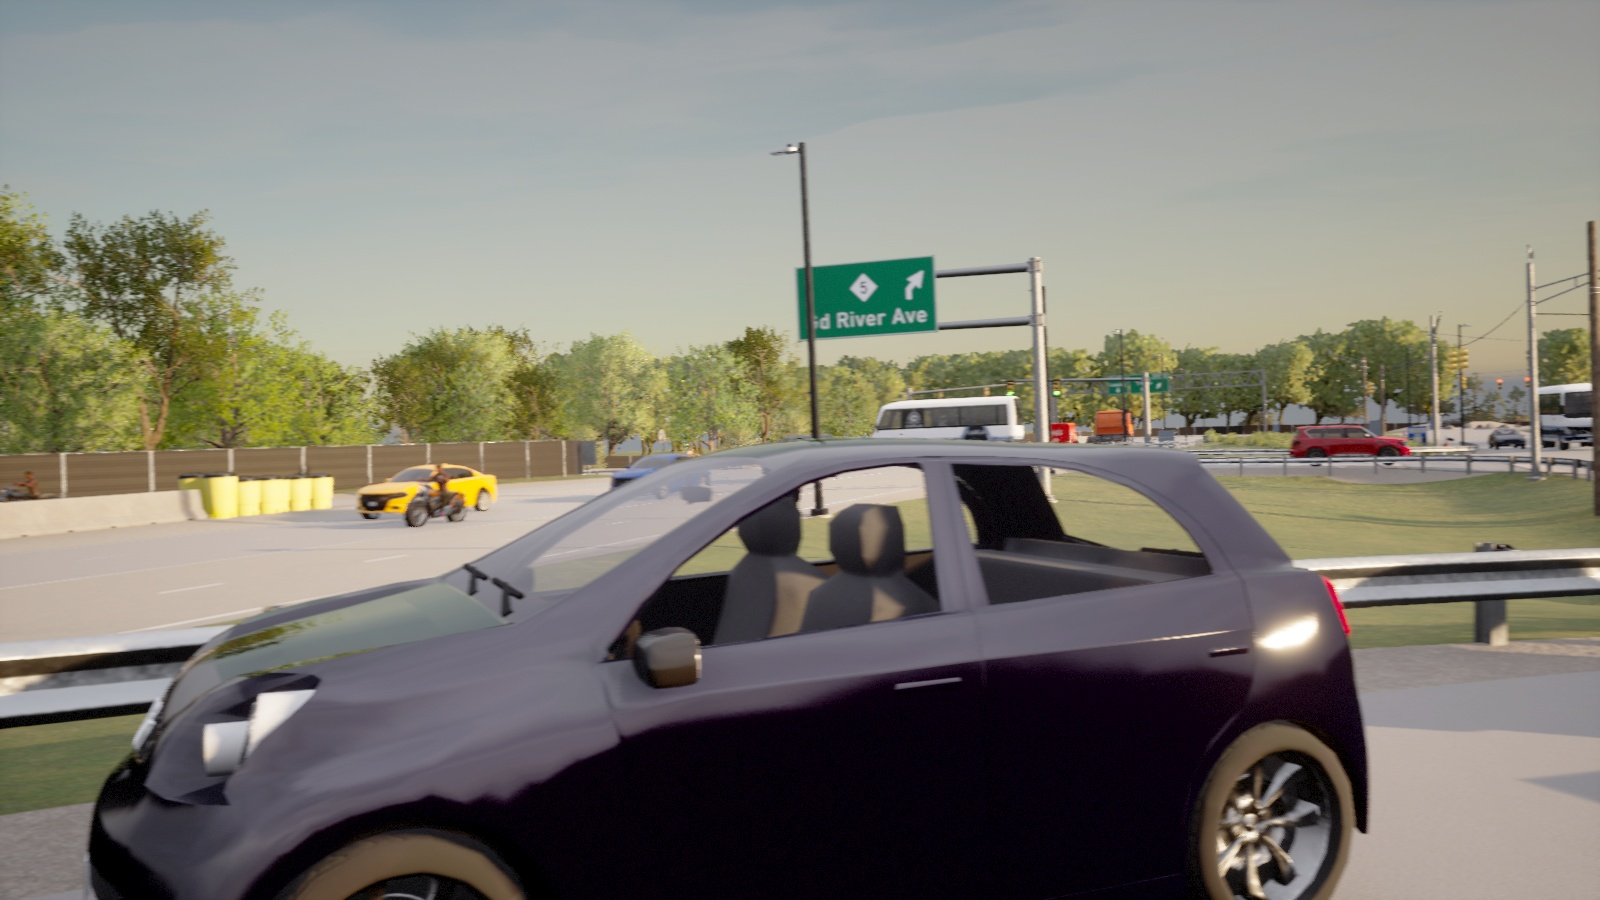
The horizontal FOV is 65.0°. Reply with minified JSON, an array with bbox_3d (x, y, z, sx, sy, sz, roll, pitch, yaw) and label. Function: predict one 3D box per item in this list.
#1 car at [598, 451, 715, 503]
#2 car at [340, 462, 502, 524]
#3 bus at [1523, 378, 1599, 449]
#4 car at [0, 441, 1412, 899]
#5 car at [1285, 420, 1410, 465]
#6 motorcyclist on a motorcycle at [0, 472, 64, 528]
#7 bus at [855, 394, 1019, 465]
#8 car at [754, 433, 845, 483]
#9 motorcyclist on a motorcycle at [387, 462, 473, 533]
[{"bbox_3d":[-4.937,0.916,43.927,1.882,1.535,5.008,-2,1,21],"label":"car"},{"bbox_3d":[-11.183,1.244,37.483,1.882,1.535,5.008,-2,1,21],"label":"car"},{"bbox_3d":[50.922,-2.436,82.630,3.944,4.253,10.273,-2,1,20],"label":"bus"},{"bbox_3d":[-0.211,0.746,3.843,3.633,1.501,1.845,-1,0,-24],"label":"car"},{"bbox_3d":[27.326,-0.359,62.871,5.566,2.045,2.150,-2,1,23],"label":"car"},{"bbox_3d":[-24.768,1.583,39.740,0.766,1.649,2.350,-1,1,43],"label":"motorcyclist on a motorcycle"},{"bbox_3d":[9.331,-1.347,85.569,10.273,4.253,3.944,-2,0,20],"label":"bus"},{"bbox_3d":[0.062,0.326,56.863,2.150,2.045,5.566,-2,0,21],"label":"car"},{"bbox_3d":[-9.463,1.191,32.242,0.766,1.649,2.350,-2,1,21],"label":"motorcyclist on a motorcycle"}]
